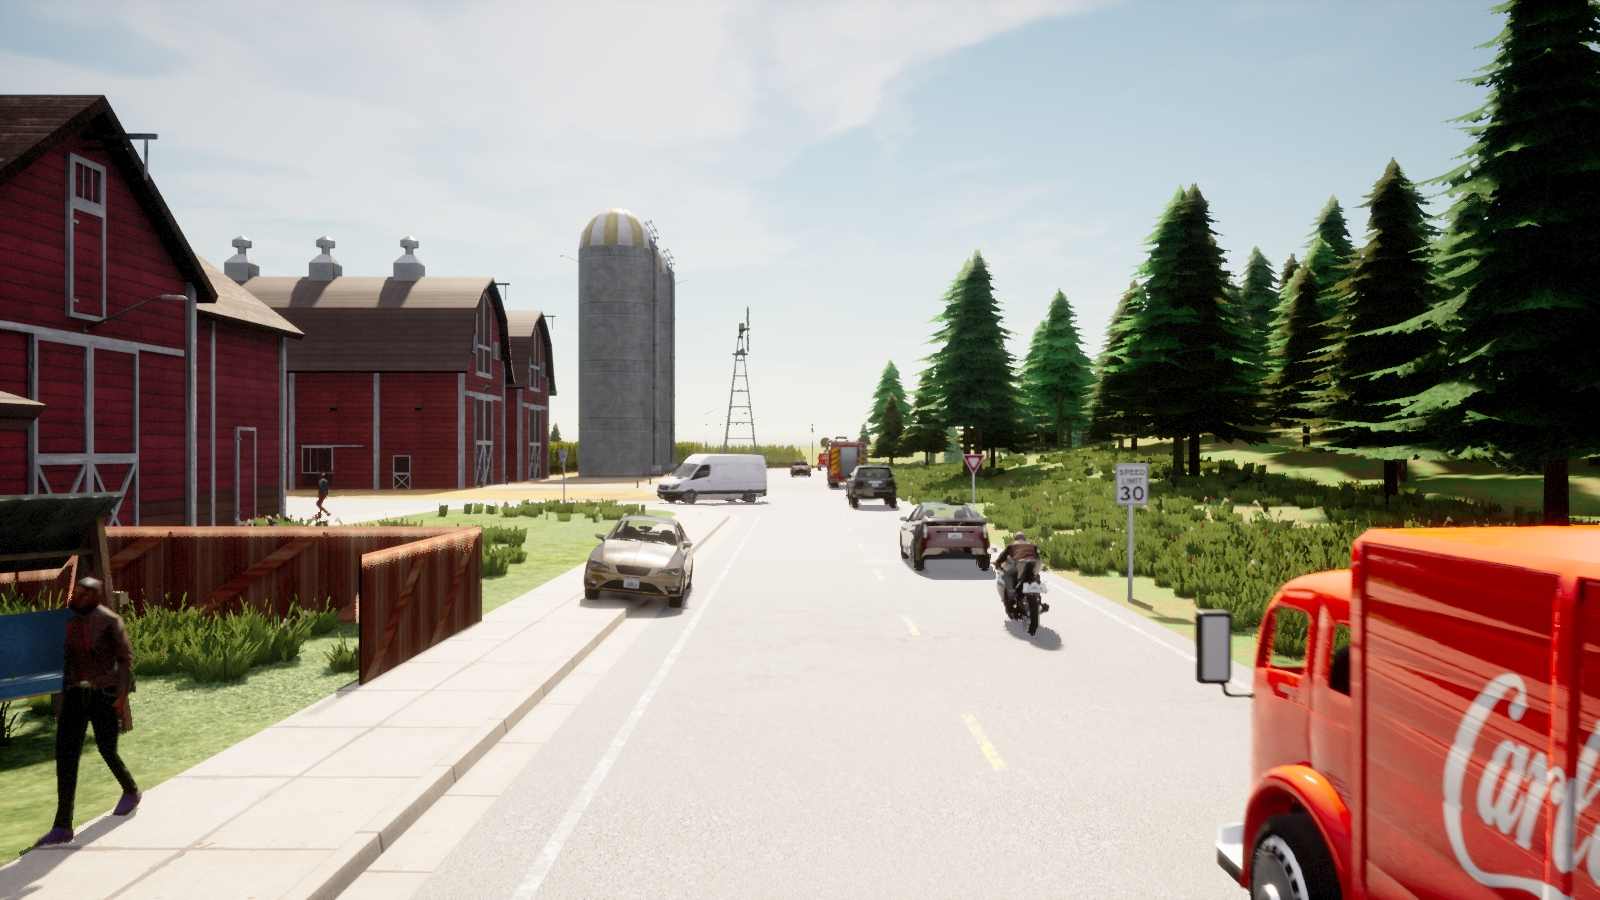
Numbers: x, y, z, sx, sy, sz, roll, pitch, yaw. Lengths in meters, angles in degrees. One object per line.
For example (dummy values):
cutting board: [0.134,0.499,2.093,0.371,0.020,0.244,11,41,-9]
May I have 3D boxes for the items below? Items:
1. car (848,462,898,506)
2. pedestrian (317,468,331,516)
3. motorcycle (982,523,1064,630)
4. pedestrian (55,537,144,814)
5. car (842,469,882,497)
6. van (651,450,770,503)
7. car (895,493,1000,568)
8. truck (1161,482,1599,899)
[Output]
car: [3.558,1.632,56.753,2.150,2.045,5.566,0,0,0]
pedestrian: [-18.557,1.617,44.541,0.375,1.860,0.375,0,0,9]
motorcycle: [3.520,1.961,18.220,0.867,1.460,2.209,0,0,0]
pedestrian: [-4.903,1.555,8.007,0.375,1.860,0.375,0,0,7]
car: [3.589,1.907,66.508,2.128,1.511,4.902,0,0,1]
van: [-4.568,1.349,58.957,5.915,2.561,1.988,1,1,-37]
car: [3.528,1.900,28.086,2.007,1.525,4.514,0,0,0]
truck: [3.525,1.427,4.380,2.627,2.467,5.204,0,0,0]
